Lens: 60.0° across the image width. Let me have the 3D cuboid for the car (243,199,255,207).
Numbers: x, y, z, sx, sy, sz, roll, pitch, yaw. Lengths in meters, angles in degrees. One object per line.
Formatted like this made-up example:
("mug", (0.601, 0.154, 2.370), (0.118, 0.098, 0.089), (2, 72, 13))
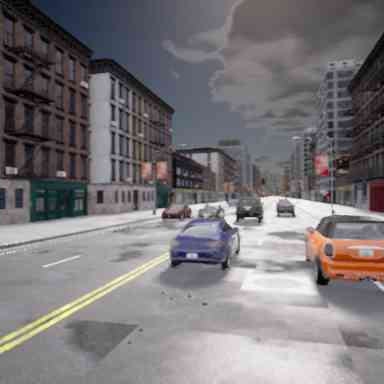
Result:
("car", (11.955, 2.254, 69.454), (2.033, 1.411, 5.357), (-1, -1, 14))

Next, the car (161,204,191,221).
("car", (-1.342, 1.851, 31.110), (1.882, 1.535, 5.008), (-1, -1, 14))

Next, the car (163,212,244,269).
("car", (0.579, 1.660, 11.619), (1.812, 1.442, 4.674), (-1, -1, 14))

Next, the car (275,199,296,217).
("car", (10.240, 1.849, 36.358), (1.837, 1.490, 4.892), (-1, -1, 15))

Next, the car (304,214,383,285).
("car", (4.490, 1.432, 9.628), (2.097, 1.767, 4.553), (-1, -1, 14))

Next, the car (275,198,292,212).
("car", (12.758, 1.793, 46.386), (2.097, 1.767, 4.553), (-1, -1, 15))

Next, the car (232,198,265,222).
("car", (5.218, 1.528, 29.719), (2.150, 2.045, 5.566), (-1, -1, 14))

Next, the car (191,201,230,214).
("car", (1.803, 1.831, 30.281), (2.128, 1.511, 4.902), (-1, -1, 14))

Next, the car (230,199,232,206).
("car", (8.806, 2.226, 70.262), (1.882, 1.535, 5.008), (-1, -1, 14))
